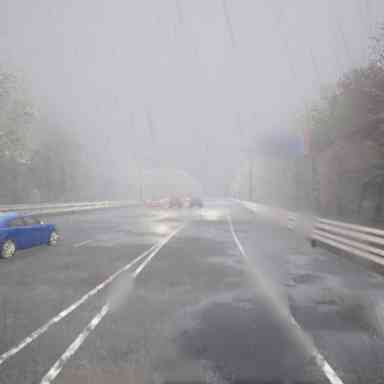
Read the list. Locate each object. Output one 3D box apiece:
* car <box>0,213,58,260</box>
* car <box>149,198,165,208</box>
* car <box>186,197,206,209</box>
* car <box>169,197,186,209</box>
[{"bbox_3d":[-7.053,1.562,12.899,1.882,1.535,5.008,0,-1,5],"label":"car"},{"bbox_3d":[-6.170,1.939,58.899,2.097,1.767,4.553,0,-1,5],"label":"car"},{"bbox_3d":[0.800,1.855,58.229,2.150,2.045,5.566,0,-1,5],"label":"car"},{"bbox_3d":[-2.679,1.833,58.624,2.150,2.045,5.566,0,-1,5],"label":"car"}]
